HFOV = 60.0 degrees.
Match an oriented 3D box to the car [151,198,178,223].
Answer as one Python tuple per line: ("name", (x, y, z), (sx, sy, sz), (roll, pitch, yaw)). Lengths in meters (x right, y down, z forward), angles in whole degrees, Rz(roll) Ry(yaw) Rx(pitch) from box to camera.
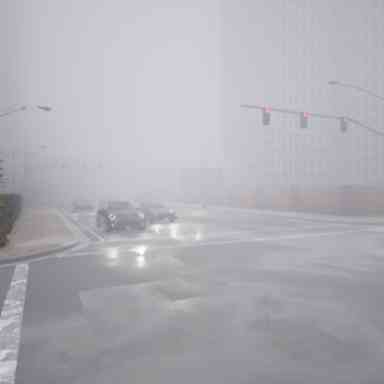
("car", (-2.839, 1.448, 24.766), (2.033, 1.411, 5.357), (-1, 0, -25))

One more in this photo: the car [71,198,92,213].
("car", (-12.101, 1.396, 36.546), (1.882, 1.535, 5.008), (-1, 0, -24))

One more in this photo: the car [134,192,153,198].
("car", (-7.724, 1.019, 52.369), (2.150, 2.045, 5.566), (-1, 0, -24))

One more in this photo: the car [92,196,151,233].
("car", (-4.237, 1.292, 19.433), (2.097, 1.767, 4.553), (-1, 0, -25))

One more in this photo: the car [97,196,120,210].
("car", (-10.537, 1.357, 41.565), (1.882, 1.535, 5.008), (-1, 0, -24))
